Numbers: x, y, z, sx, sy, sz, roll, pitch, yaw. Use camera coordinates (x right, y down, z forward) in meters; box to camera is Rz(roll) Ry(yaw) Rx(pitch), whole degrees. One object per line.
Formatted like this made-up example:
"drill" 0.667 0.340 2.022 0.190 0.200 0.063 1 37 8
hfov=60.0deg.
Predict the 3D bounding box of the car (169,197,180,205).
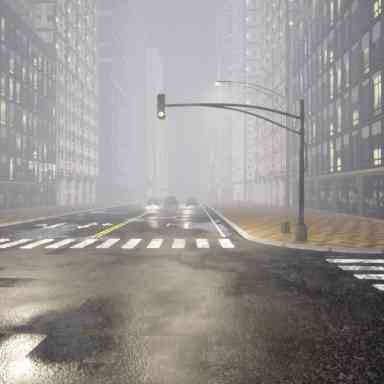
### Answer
"car" -3.252 1.708 62.672 1.895 1.301 4.718 0 0 0

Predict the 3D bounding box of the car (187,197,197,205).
"car" -0.001 1.672 63.059 1.994 1.385 4.181 0 0 0

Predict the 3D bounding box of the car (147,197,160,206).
"car" -6.502 1.578 56.809 2.128 1.511 4.902 0 0 0

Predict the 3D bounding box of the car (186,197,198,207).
"car" -0.001 1.675 53.087 1.895 1.301 4.718 0 0 0

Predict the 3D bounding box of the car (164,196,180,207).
"car" -3.252 1.425 52.611 2.097 1.767 4.553 0 0 0
